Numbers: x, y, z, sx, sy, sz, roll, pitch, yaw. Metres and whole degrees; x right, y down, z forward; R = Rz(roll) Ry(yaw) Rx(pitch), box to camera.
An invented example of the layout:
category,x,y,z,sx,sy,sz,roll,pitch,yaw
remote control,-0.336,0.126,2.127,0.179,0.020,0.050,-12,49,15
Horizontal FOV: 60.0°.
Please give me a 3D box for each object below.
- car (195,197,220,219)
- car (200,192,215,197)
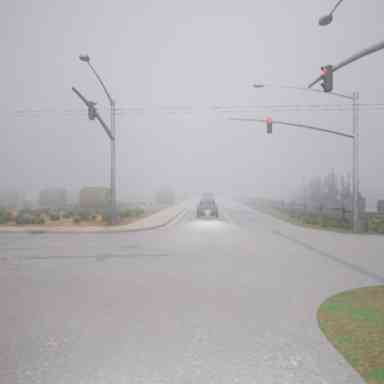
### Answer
category,x,y,z,sx,sy,sz,roll,pitch,yaw
car,1.331,1.427,28.475,2.128,1.511,4.902,0,0,3
car,2.526,1.082,53.313,2.150,2.045,5.566,0,0,3
